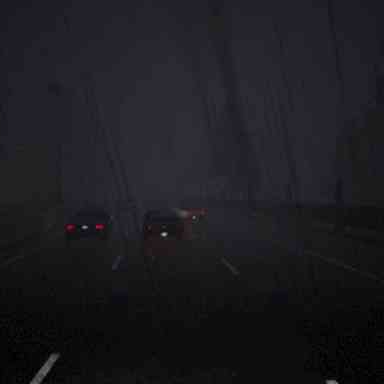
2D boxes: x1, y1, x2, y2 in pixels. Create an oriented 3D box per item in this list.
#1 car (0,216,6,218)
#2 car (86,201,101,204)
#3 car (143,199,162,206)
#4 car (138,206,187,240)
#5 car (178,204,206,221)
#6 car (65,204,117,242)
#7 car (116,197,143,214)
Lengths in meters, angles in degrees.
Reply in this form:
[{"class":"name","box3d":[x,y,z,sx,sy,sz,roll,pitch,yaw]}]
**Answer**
[{"class":"car","box3d":[-13.058,1.526,20.398,1.882,1.535,5.008,0,0,-12]},{"class":"car","box3d":[-11.054,1.681,37.271,1.895,1.301,4.718,0,0,-22]},{"class":"car","box3d":[-5.093,1.609,41.086,1.812,1.442,4.674,0,0,-22]},{"class":"car","box3d":[-1.671,1.636,17.398,1.895,1.301,4.718,0,0,-10]},{"class":"car","box3d":[-0.412,1.655,27.627,1.895,1.301,4.718,0,0,-15]},{"class":"car","box3d":[-5.089,1.584,16.825,2.033,1.411,5.357,0,0,-10]},{"class":"car","box3d":[-7.177,1.429,36.810,2.097,1.767,4.553,0,0,-21]}]
